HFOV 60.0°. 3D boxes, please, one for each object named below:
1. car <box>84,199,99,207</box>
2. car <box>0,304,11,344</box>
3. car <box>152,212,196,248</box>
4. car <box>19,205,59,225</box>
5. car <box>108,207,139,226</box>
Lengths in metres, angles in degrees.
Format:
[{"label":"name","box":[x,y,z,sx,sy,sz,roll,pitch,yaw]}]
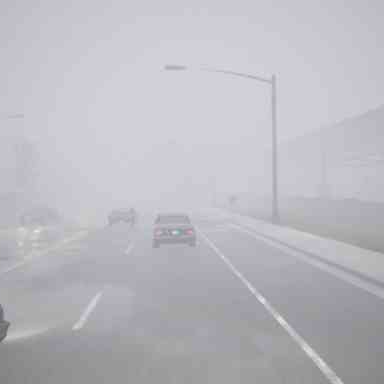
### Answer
[{"label":"car","box":[-18.726,1.968,61.968,1.812,1.442,4.674,-1,0,-5]},{"label":"car","box":[-3.339,1.617,2.193,2.033,1.411,5.357,-1,0,-4]},{"label":"car","box":[-0.870,1.651,15.506,2.033,1.411,5.357,-1,0,-5]},{"label":"car","box":[-12.573,1.884,27.594,2.128,1.511,4.902,-1,0,-4]},{"label":"car","box":[-5.223,1.848,25.941,1.895,1.301,4.718,-1,0,-5]}]
